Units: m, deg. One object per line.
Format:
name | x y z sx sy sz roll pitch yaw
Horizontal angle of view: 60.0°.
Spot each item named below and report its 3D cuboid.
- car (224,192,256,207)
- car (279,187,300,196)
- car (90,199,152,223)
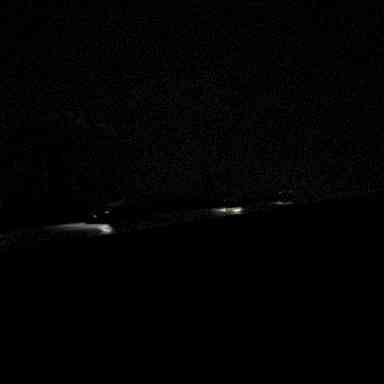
car | 5.299 0.829 36.639 1.882 1.535 5.008 -1 1 36
car | 14.563 0.023 49.521 2.097 1.767 4.553 -1 1 35
car | -4.687 1.209 22.601 1.812 1.442 4.674 -1 1 35
